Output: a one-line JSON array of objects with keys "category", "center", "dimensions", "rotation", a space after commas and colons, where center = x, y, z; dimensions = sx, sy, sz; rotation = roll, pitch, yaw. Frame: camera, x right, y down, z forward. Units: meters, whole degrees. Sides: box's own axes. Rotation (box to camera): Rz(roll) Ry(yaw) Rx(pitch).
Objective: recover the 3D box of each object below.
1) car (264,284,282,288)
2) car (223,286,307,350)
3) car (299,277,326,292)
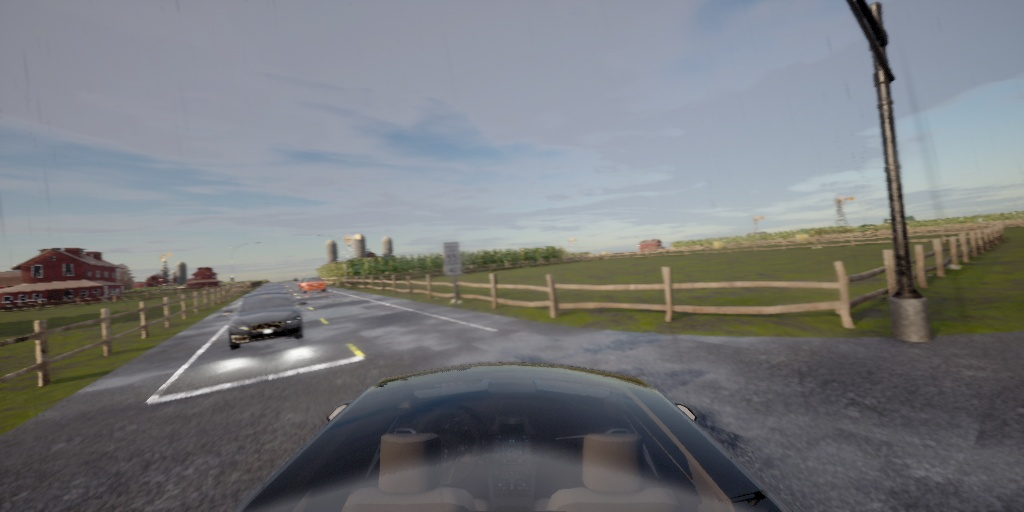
[{"category": "car", "center": [-13.578, 2.511, 20.302], "dimensions": [2.033, 1.411, 5.357], "rotation": [-4, -1, -33]}, {"category": "car", "center": [-8.173, 1.977, 12.037], "dimensions": [1.837, 1.490, 4.892], "rotation": [-4, -1, -34]}, {"category": "car", "center": [-21.878, 3.127, 39.547], "dimensions": [2.097, 1.767, 4.553], "rotation": [-4, -1, -33]}]
